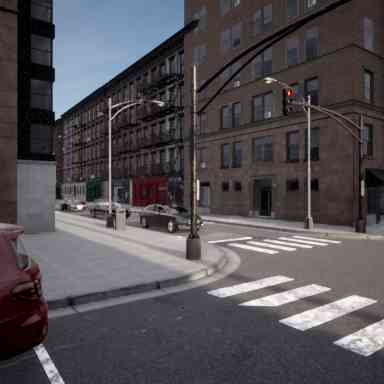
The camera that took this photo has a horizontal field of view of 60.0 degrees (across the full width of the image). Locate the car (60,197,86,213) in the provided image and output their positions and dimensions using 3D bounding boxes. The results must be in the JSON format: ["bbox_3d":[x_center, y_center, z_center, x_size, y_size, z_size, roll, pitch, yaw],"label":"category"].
[{"bbox_3d":[-12.557,1.335,35.121,2.128,1.511,4.902,0,0,-35],"label":"car"}]

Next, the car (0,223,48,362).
[{"bbox_3d":[-4.107,1.315,3.262,5.009,1.841,2.192,0,0,-35],"label":"car"}]

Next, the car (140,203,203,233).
[{"bbox_3d":[-1.321,1.438,19.346,1.837,1.490,4.892,0,0,-37],"label":"car"}]

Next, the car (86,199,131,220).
[{"bbox_3d":[-6.662,1.492,26.841,1.895,1.301,4.718,0,0,-35],"label":"car"}]

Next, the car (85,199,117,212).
[{"bbox_3d":[-10.107,1.446,36.755,1.895,1.301,4.718,0,0,-35],"label":"car"}]
